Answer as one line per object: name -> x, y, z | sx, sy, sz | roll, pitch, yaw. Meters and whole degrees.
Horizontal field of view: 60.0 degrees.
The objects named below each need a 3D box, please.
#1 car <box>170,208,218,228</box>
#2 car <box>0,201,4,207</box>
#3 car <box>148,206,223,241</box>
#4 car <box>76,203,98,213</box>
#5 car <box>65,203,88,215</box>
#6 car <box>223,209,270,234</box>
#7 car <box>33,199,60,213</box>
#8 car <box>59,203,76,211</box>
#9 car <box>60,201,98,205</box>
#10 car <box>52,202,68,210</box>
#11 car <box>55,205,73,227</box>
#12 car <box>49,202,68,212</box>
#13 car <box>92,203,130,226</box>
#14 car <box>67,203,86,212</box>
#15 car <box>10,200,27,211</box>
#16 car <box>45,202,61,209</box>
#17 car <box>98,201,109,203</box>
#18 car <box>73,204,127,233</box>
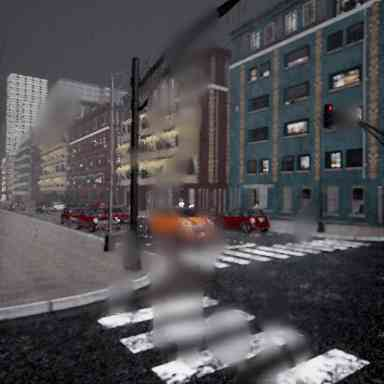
car -> 0.094, 2.076, 27.163 | 1.802, 1.307, 4.206 | 0, -1, -35
car -> -44.354, 2.778, 77.110 | 1.752, 1.417, 4.829 | 0, -1, -35
car -> -0.667, 1.680, 18.819 | 2.097, 1.767, 4.553 | 1, -1, -35
car -> -15.780, 2.413, 49.915 | 2.008, 1.369, 4.403 | 0, -1, -35
car -> -16.009, 2.308, 45.846 | 1.812, 1.442, 4.674 | 1, -1, -35
car -> 3.270, 1.860, 22.616 | 1.967, 1.590, 4.097 | 0, -1, -35
car -> -21.104, 2.159, 48.279 | 2.097, 1.767, 4.553 | 1, -1, -35
car -> -22.128, 2.591, 59.017 | 1.802, 1.307, 4.206 | 0, -1, -35
car -> -12.019, 1.945, 35.097 | 2.097, 1.767, 4.553 | 1, -1, -35
car -> -25.302, 2.647, 63.568 | 1.947, 1.339, 4.313 | 0, -1, -35
car -> -9.535, 2.032, 27.187 | 1.802, 1.307, 4.206 | 0, -1, -35
car -> -21.696, 2.438, 53.930 | 1.812, 1.442, 4.674 | 1, -1, -35
car -> -6.339, 1.937, 26.933 | 1.882, 1.535, 5.008 | 1, -1, -35
car -> -18.954, 2.518, 54.466 | 1.802, 1.307, 4.206 | 0, -1, -35
car -> -28.580, 2.332, 54.495 | 1.967, 1.590, 4.097 | 0, -1, -35
car -> -28.477, 2.705, 68.119 | 2.008, 1.369, 4.403 | 0, -1, -35
car -> -12.608, 2.104, 45.367 | 2.192, 1.841, 5.009 | 0, -1, -35
car -> -6.362, 1.817, 22.637 | 1.967, 1.590, 4.097 | 0, -1, -35
